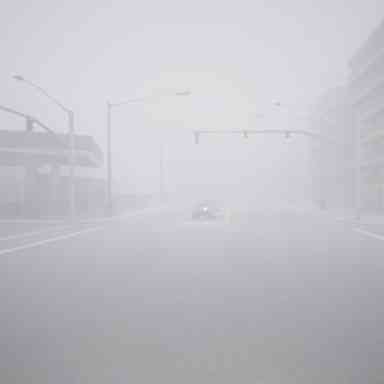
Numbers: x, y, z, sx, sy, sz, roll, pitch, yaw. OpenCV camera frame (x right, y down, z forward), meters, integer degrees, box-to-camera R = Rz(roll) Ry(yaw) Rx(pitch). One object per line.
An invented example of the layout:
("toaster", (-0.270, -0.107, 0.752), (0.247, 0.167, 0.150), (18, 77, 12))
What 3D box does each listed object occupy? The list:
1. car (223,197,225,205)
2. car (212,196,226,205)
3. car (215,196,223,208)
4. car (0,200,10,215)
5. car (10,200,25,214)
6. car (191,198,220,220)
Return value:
("car", (3.448, 1.532, 48.138), (1.994, 1.385, 4.181), (0, 0, 7))
("car", (4.904, 1.447, 59.692), (2.128, 1.511, 4.902), (0, 0, 7))
("car", (2.237, 1.483, 38.208), (1.837, 1.490, 4.892), (0, 0, 7))
("car", (-19.168, 1.397, 29.288), (4.611, 1.667, 2.242), (0, 0, 8))
("car", (-19.143, 1.556, 35.084), (3.806, 1.475, 1.970), (0, 0, 8))
("car", (1.083, 1.534, 28.401), (2.033, 1.411, 5.357), (0, 0, 6))
